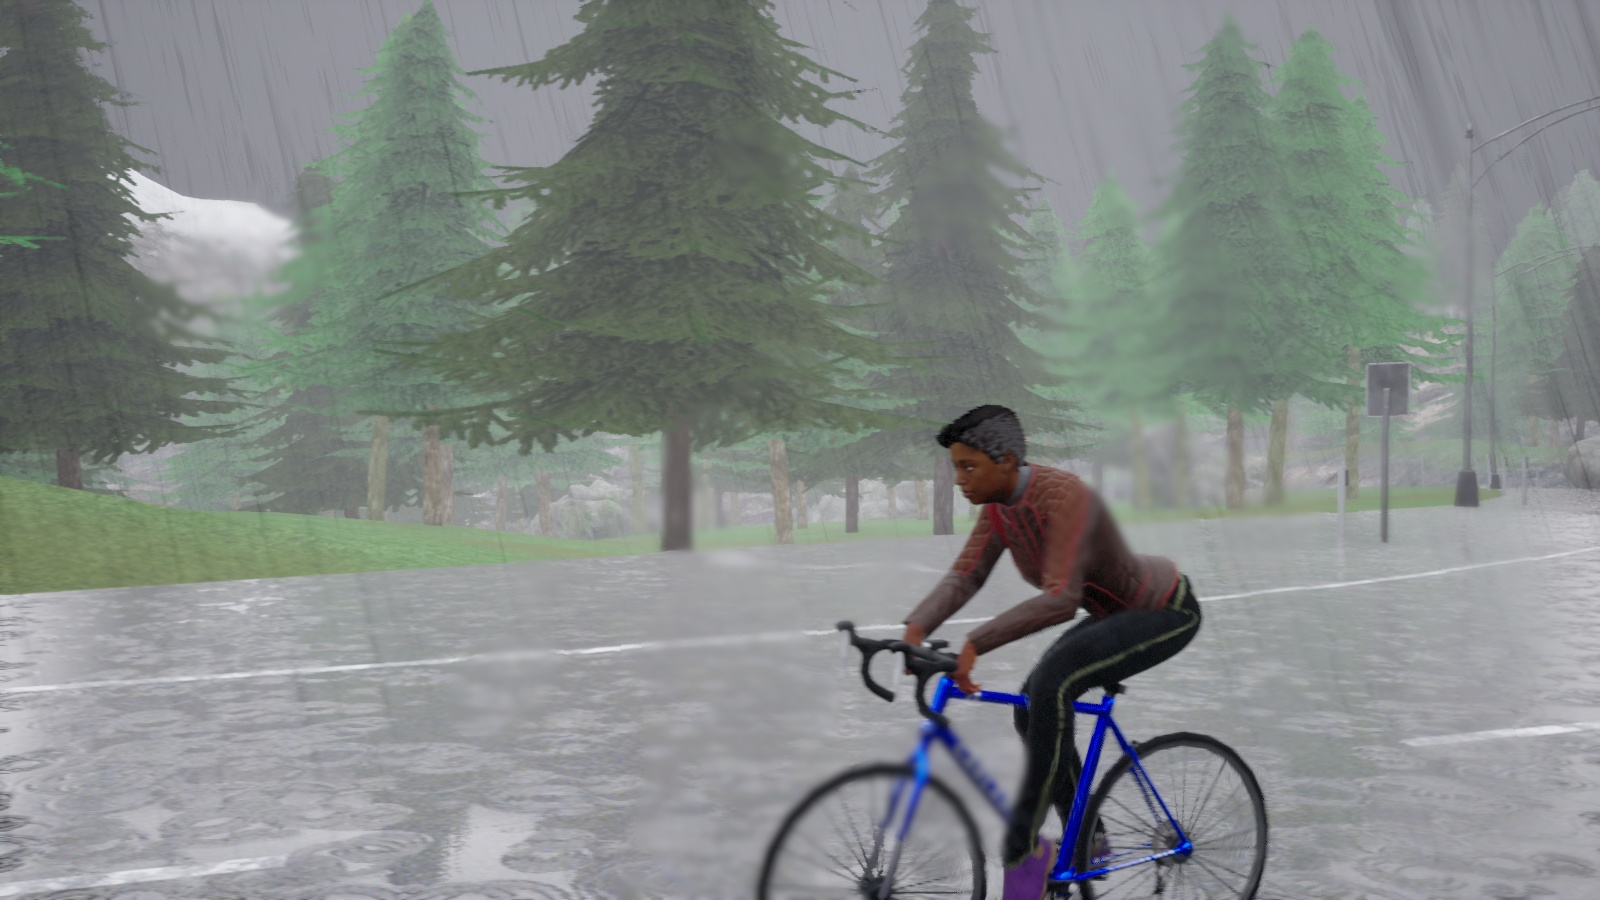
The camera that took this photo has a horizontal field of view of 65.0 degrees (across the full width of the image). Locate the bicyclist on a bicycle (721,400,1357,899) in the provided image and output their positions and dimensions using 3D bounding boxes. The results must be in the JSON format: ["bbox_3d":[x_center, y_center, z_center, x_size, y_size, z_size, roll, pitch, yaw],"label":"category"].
[{"bbox_3d":[0.677,0.687,3.497,1.656,1.620,0.582,-2,1,-21],"label":"bicyclist on a bicycle"}]
